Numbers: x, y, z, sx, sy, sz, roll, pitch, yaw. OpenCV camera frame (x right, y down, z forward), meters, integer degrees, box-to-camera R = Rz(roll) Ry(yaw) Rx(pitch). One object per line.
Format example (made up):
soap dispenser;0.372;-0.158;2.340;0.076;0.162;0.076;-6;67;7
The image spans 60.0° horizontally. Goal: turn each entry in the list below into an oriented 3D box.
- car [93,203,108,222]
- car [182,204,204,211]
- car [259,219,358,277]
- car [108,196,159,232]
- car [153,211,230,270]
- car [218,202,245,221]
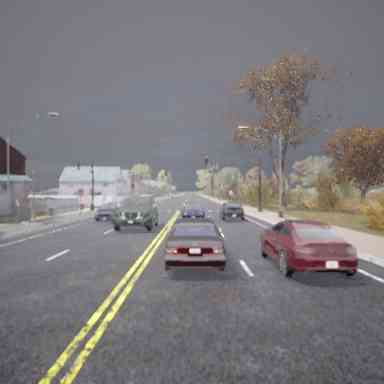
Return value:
car;-6.582;1.642;27.694;2.033;1.411;5.357;0;0;0
car;0.091;1.695;27.898;1.895;1.301;4.718;0;0;0
car;3.327;1.563;10.222;1.812;1.442;4.674;0;0;0
car;-3.347;1.296;20.904;2.150;2.045;5.566;0;0;0
car;0.086;1.588;11.164;2.033;1.411;5.357;0;0;0
car;3.340;1.601;28.622;1.837;1.490;4.892;0;0;0
